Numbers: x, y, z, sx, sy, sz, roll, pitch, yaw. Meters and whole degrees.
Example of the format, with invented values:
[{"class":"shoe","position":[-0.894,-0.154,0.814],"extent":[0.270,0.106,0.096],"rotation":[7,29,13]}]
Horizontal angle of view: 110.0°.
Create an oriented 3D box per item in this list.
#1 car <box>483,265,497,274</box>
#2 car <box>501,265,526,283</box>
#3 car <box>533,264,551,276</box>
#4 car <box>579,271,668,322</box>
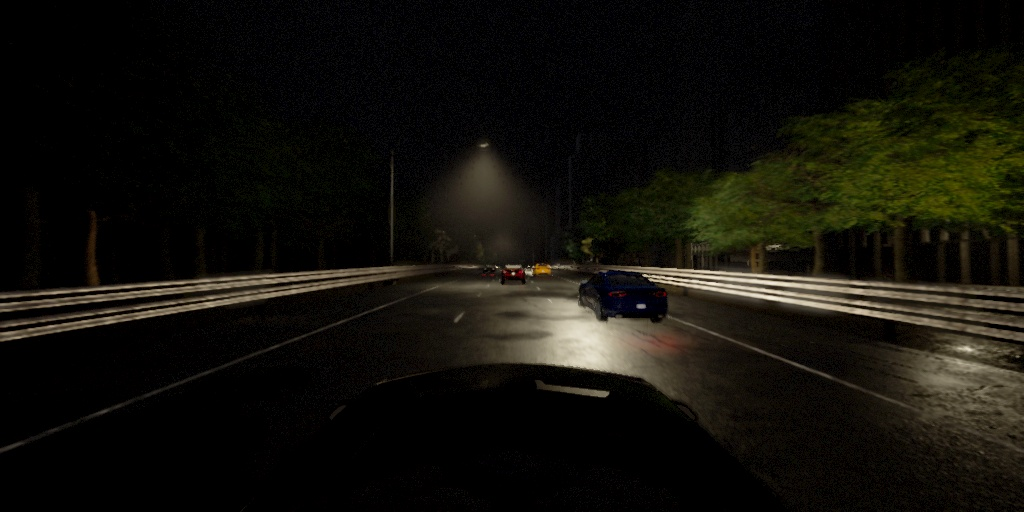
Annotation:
[{"class":"car","position":[-3.382,2.050,55.622],"extent":[1.895,1.301,4.718],"rotation":[0,-1,0]},{"class":"car","position":[0.109,1.488,30.530],"extent":[2.163,1.488,4.792],"rotation":[0,-1,0]},{"class":"car","position":[3.617,1.689,44.093],"extent":[1.882,1.535,5.008],"rotation":[0,-1,0]},{"class":"car","position":[3.604,1.262,12.470],"extent":[1.882,1.535,5.008],"rotation":[0,0,0]}]
